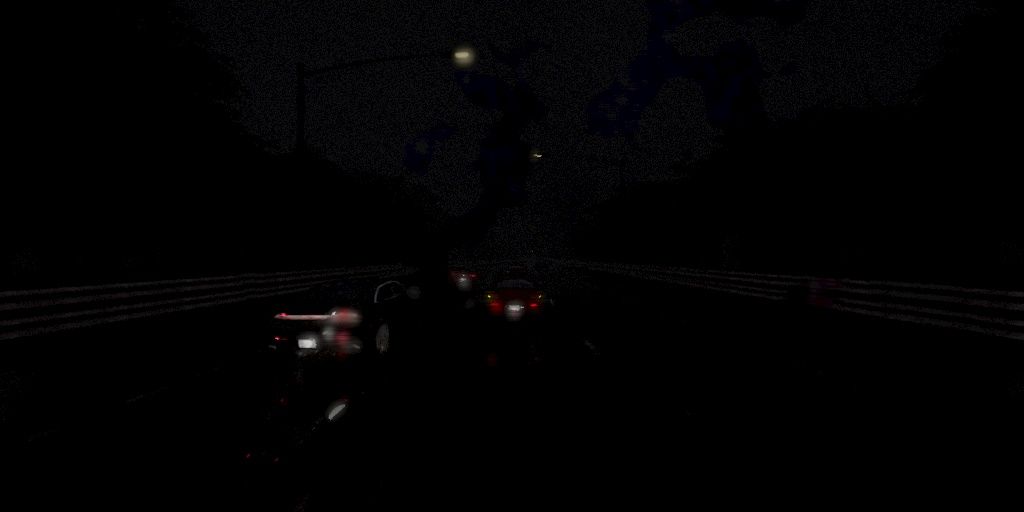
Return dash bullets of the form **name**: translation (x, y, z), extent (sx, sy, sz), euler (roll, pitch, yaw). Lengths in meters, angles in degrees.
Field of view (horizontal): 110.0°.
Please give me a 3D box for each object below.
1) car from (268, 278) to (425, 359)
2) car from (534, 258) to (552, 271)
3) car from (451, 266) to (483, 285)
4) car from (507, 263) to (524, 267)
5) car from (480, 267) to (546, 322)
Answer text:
- **car**: translation (-3.396, 1.245, 8.393), extent (2.128, 1.511, 4.902), euler (0, 0, 0)
- **car**: translation (4.503, 1.414, 53.982), extent (2.128, 1.511, 4.902), euler (0, 0, 3)
- **car**: translation (-3.236, 1.392, 26.935), extent (1.895, 1.301, 4.718), euler (0, 0, 1)
- **car**: translation (0.312, 1.325, 29.366), extent (1.812, 1.442, 4.674), euler (0, 0, 1)
- **car**: translation (0.100, 1.284, 12.281), extent (1.812, 1.442, 4.674), euler (0, 0, 0)
